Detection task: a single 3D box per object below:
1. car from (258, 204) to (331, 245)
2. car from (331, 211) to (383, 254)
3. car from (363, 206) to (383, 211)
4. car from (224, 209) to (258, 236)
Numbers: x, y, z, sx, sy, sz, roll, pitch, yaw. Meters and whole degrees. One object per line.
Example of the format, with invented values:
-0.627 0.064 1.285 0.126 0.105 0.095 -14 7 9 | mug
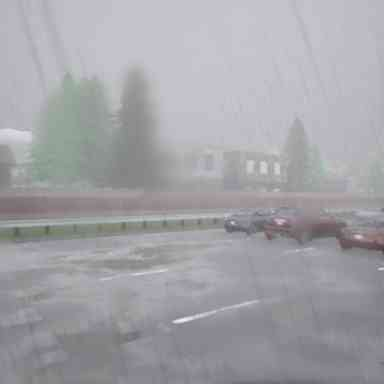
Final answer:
5.781 1.485 16.586 4.553 1.767 2.097 1 -1 -35 | car
8.006 1.702 13.874 4.181 1.385 1.994 1 0 -35 | car
15.978 1.878 28.158 4.718 1.301 1.895 1 0 -35 | car
3.890 1.701 19.534 4.181 1.385 1.994 1 0 -35 | car
